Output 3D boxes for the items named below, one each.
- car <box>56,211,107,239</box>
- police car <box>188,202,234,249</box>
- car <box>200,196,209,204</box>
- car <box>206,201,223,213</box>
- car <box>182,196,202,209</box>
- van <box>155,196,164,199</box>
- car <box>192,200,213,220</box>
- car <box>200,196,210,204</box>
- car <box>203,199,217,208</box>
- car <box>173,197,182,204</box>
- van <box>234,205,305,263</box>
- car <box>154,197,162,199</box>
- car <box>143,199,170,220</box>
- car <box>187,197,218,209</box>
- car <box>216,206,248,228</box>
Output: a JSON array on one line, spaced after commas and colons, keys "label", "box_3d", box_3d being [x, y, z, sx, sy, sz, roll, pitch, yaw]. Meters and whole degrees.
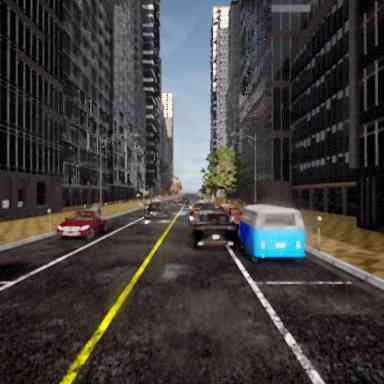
[{"label": "car", "box_3d": [-5.683, 1.659, 17.658, 1.802, 1.307, 4.206, 0, 0, 0]}, {"label": "police car", "box_3d": [0.907, 1.492, 15.090, 1.930, 1.638, 5.238, 0, 0, 0]}, {"label": "car", "box_3d": [2.722, 1.728, 74.576, 1.967, 1.590, 4.097, 0, 0, 0]}, {"label": "car", "box_3d": [2.708, 1.758, 40.422, 1.802, 1.307, 4.206, 0, 0, 0]}, {"label": "car", "box_3d": [0.021, 1.708, 50.742, 2.128, 1.511, 4.902, 0, 0, 0]}, {"label": "van", "box_3d": [-5.666, 1.580, 57.507, 1.690, 1.788, 3.998, 0, 0, 0]}, {"label": "car", "box_3d": [0.914, 1.592, 31.170, 1.801, 1.575, 5.366, 0, 0, 0]}, {"label": "car", "box_3d": [2.720, 1.712, 68.884, 1.967, 1.590, 4.097, 0, 0, 0]}, {"label": "car", "box_3d": [2.713, 1.771, 51.807, 2.008, 1.369, 4.403, 0, 0, 0]}, {"label": "car", "box_3d": [-2.971, 1.802, 71.296, 2.033, 1.411, 5.357, 0, 0, 0]}, {"label": "van", "box_3d": [2.696, 1.394, 11.961, 1.690, 1.788, 3.998, 0, 0, 0]}, {"label": "car", "box_3d": [-5.671, 1.750, 46.121, 2.008, 1.369, 4.403, 0, 0, 0]}, {"label": "car", "box_3d": [-3.084, 1.636, 29.945, 1.837, 1.490, 4.892, 0, 0, 0]}, {"label": "car", "box_3d": [0.861, 1.461, 24.943, 2.097, 1.767, 4.553, 0, 0, -1]}, {"label": "car", "box_3d": [2.701, 1.684, 23.344, 1.802, 1.307, 4.206, 0, 0, 0]}]
